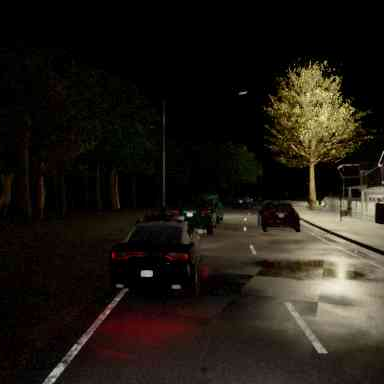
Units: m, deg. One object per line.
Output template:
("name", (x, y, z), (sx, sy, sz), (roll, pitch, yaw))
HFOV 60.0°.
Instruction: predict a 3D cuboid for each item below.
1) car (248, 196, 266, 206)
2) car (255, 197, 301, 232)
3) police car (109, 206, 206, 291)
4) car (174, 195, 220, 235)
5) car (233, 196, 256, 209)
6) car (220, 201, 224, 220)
("car", (11.256, 1.535, 57.146), (2.128, 1.511, 4.902), (0, -1, 23))
("car", (5.243, 1.349, 20.447), (2.097, 1.767, 4.553), (0, 0, 8))
("police car", (-0.732, 1.425, 9.218), (1.930, 1.638, 5.238), (0, 0, 4))
("car", (0.236, 1.224, 19.044), (2.150, 2.045, 5.566), (0, 0, 7))
("car", (6.969, 1.348, 44.813), (2.097, 1.767, 4.553), (0, 0, 19))
("car", (1.122, 1.224, 24.951), (2.150, 2.045, 5.566), (0, 0, 10))
